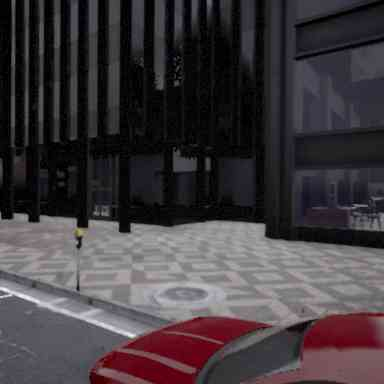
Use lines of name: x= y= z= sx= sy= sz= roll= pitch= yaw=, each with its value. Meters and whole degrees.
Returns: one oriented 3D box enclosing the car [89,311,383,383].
car: x=1.174 y=1.544 z=2.124 sx=4.507 sy=1.381 sz=1.887 roll=1 pitch=0 yaw=36
